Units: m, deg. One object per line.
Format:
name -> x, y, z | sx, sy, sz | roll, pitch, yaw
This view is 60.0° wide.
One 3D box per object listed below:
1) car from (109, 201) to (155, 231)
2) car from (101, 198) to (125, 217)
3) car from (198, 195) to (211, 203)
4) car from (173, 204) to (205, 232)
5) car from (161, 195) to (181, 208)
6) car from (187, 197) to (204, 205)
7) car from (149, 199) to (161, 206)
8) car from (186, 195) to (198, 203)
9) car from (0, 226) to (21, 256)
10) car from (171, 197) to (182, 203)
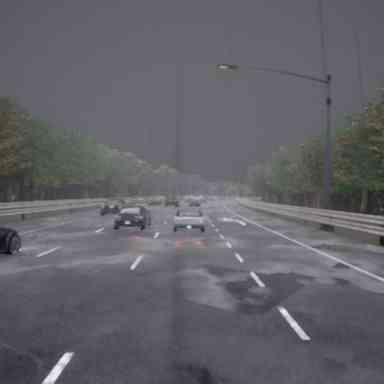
car -> -3.680, 1.574, 21.161 | 1.812, 1.442, 4.674 | 1, 0, -1
car -> -7.231, 1.392, 32.046 | 2.097, 1.767, 4.553 | 1, 0, 0
car -> 3.134, 2.119, 86.136 | 2.033, 1.411, 5.357 | 1, 0, 7
car -> -0.185, 1.720, 21.232 | 1.895, 1.301, 4.718 | 1, 0, -1
car -> -3.121, 1.478, 54.206 | 2.150, 2.045, 5.566 | 1, 0, 3
car -> 0.639, 1.963, 59.193 | 1.895, 1.301, 4.718 | 1, 0, 4
car -> -6.384, 1.821, 59.087 | 1.895, 1.301, 4.718 | 1, 0, 4
car -> -0.404, 2.048, 86.047 | 2.033, 1.411, 5.357 | 1, 0, 7
car -> -7.019, 1.453, 10.107 | 1.994, 1.385, 4.181 | 1, 0, -1
car -> -3.930, 1.962, 86.007 | 2.128, 1.511, 4.902 | 1, 0, 7
